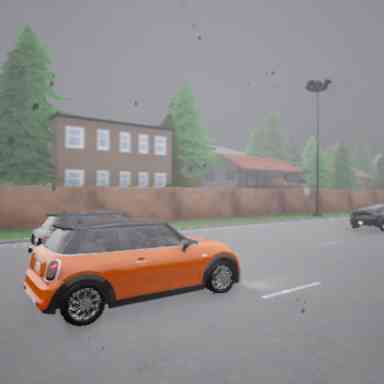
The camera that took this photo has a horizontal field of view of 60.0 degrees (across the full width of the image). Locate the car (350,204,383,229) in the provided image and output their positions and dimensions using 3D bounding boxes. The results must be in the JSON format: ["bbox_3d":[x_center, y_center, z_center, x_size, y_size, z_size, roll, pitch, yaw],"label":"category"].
[{"bbox_3d":[11.767,1.544,20.741,4.892,1.490,1.837,0,0,-36],"label":"car"}]

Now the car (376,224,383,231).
[{"bbox_3d":[6.912,1.583,8.678,4.181,1.385,1.994,0,0,-36],"label":"car"}]

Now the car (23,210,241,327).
[{"bbox_3d":[-1.068,1.358,7.285,4.553,1.767,2.097,0,0,-35],"label":"car"}]
